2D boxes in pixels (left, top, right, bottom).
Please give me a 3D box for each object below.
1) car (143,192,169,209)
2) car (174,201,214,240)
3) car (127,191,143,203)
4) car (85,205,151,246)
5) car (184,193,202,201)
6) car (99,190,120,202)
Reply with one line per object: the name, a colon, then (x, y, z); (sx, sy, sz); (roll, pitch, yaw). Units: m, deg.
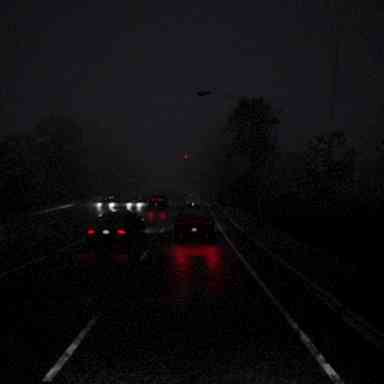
car: (-3.395, 0.864, 34.128); (2.128, 1.511, 4.902); (0, 3, 0)
car: (0.102, 1.511, 17.451); (1.882, 1.535, 5.008); (0, 1, 0)
car: (-6.994, 0.538, 42.750); (2.033, 1.411, 5.357); (0, 3, 0)
car: (-3.398, 1.606, 15.641); (2.033, 1.411, 5.357); (0, 1, 0)
car: (0.105, 0.868, 34.815); (1.812, 1.442, 4.674); (0, 3, 0)
car: (-10.494, 0.515, 42.681); (1.837, 1.490, 4.892); (0, 2, 0)
